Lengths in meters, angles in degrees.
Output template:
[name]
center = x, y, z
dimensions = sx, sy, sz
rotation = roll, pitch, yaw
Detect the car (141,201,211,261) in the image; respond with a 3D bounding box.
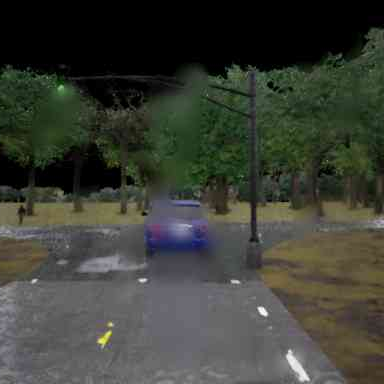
[car]
center = -0.764, 1.341, 12.972
dimensions = 2.150, 2.045, 5.566
rotation = 0, 0, -10

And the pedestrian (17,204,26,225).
[pedestrian]
center = -15.165, 1.970, 29.478
dimensions = 0.375, 1.860, 0.375
rotation = 0, -2, 0
